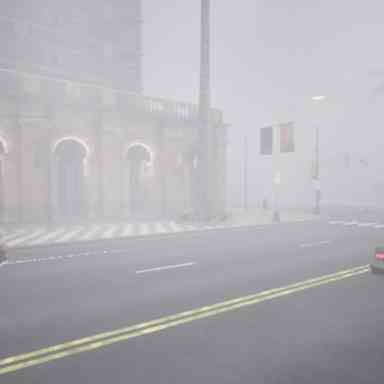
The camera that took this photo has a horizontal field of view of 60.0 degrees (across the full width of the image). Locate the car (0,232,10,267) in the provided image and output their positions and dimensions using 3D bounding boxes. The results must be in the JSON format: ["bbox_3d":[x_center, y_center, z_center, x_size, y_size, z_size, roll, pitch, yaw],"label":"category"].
[{"bbox_3d":[-6.977,1.501,7.616,4.902,1.511,2.128,0,0,-35],"label":"car"}]

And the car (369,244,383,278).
[{"bbox_3d":[6.613,1.487,8.421,5.357,1.411,2.033,0,0,-35],"label":"car"}]
